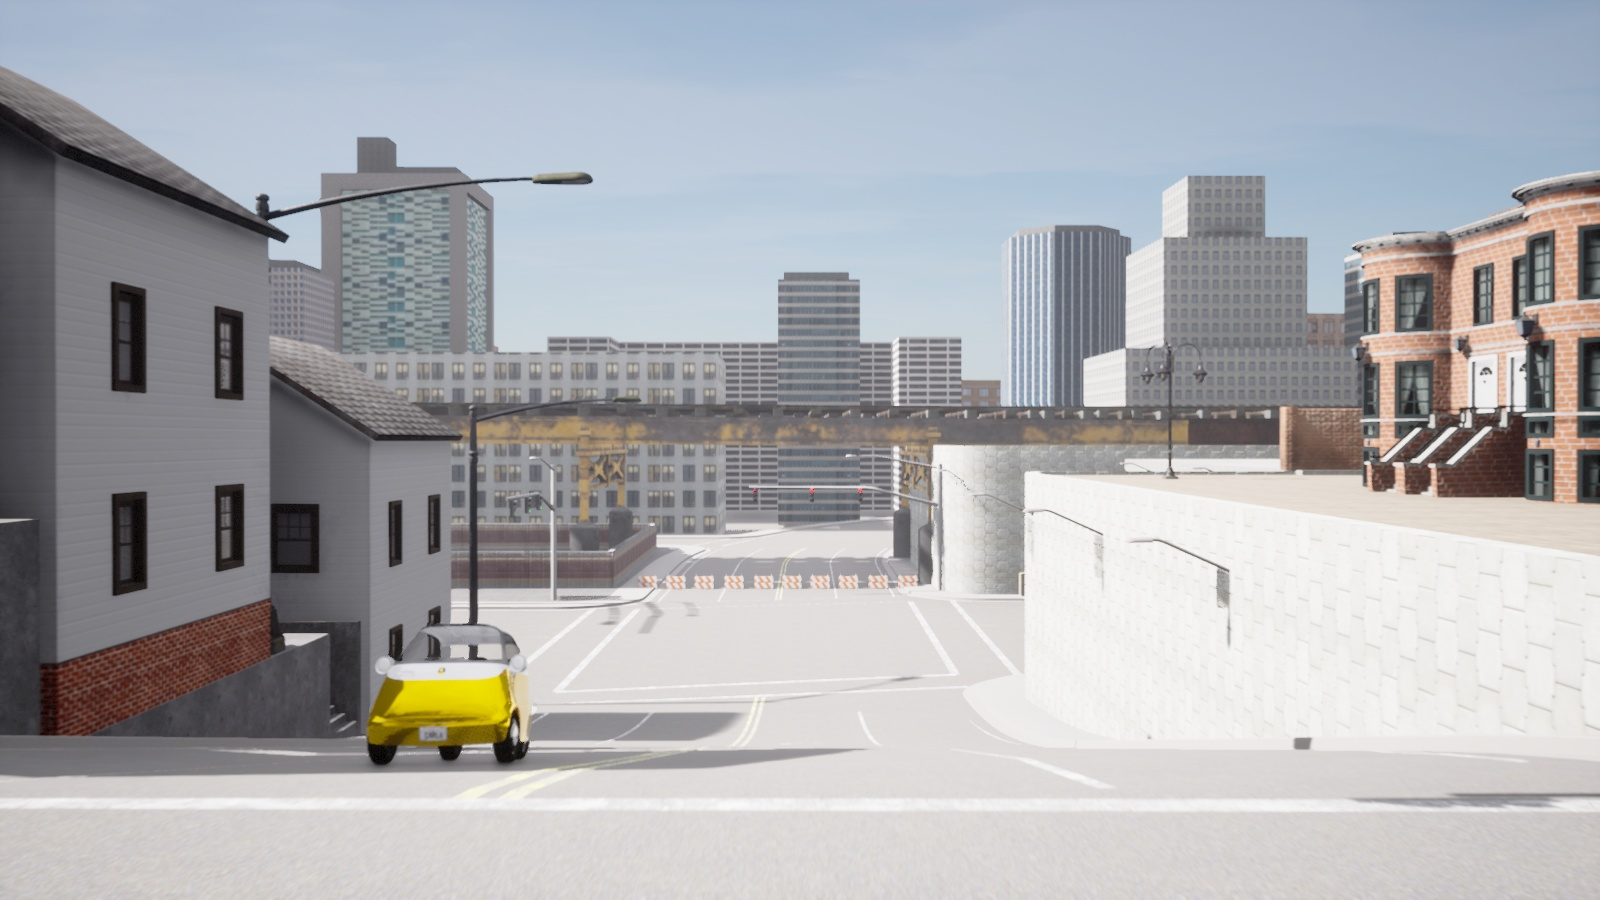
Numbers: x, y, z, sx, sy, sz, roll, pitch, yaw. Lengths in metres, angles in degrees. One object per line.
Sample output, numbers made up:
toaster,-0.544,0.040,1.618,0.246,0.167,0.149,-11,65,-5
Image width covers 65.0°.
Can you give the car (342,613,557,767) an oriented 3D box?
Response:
car,-3.421,2.453,12.638,1.481,1.376,2.207,-1,-13,0
